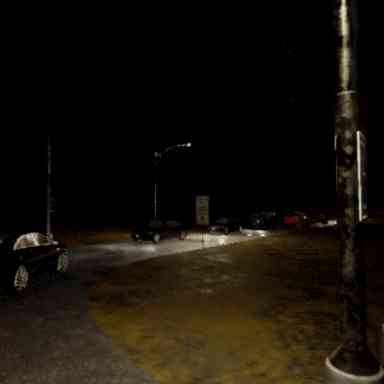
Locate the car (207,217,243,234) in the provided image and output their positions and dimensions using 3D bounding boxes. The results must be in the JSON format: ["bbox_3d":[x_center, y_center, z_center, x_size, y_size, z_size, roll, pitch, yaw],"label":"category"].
[{"bbox_3d":[3.255,3.207,32.227,1.882,1.535,5.008,-2,-4,32],"label":"car"}]

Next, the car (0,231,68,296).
[{"bbox_3d":[-5.159,1.863,9.603,2.128,1.511,4.902,0,-4,-2],"label":"car"}]

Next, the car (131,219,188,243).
[{"bbox_3d":[-2.194,2.675,23.486,1.882,1.535,5.008,-2,-4,32],"label":"car"}]

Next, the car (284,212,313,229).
[{"bbox_3d":[13.706,3.665,43.416,2.150,2.045,5.566,-2,-4,31],"label":"car"}]

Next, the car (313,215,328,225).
[{"bbox_3d":[21.373,4.582,55.910,2.097,1.767,4.553,-2,-4,32],"label":"car"}]

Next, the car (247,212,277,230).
[{"bbox_3d":[8.674,3.485,40.916,2.150,2.045,5.566,-2,-4,32],"label":"car"}]
